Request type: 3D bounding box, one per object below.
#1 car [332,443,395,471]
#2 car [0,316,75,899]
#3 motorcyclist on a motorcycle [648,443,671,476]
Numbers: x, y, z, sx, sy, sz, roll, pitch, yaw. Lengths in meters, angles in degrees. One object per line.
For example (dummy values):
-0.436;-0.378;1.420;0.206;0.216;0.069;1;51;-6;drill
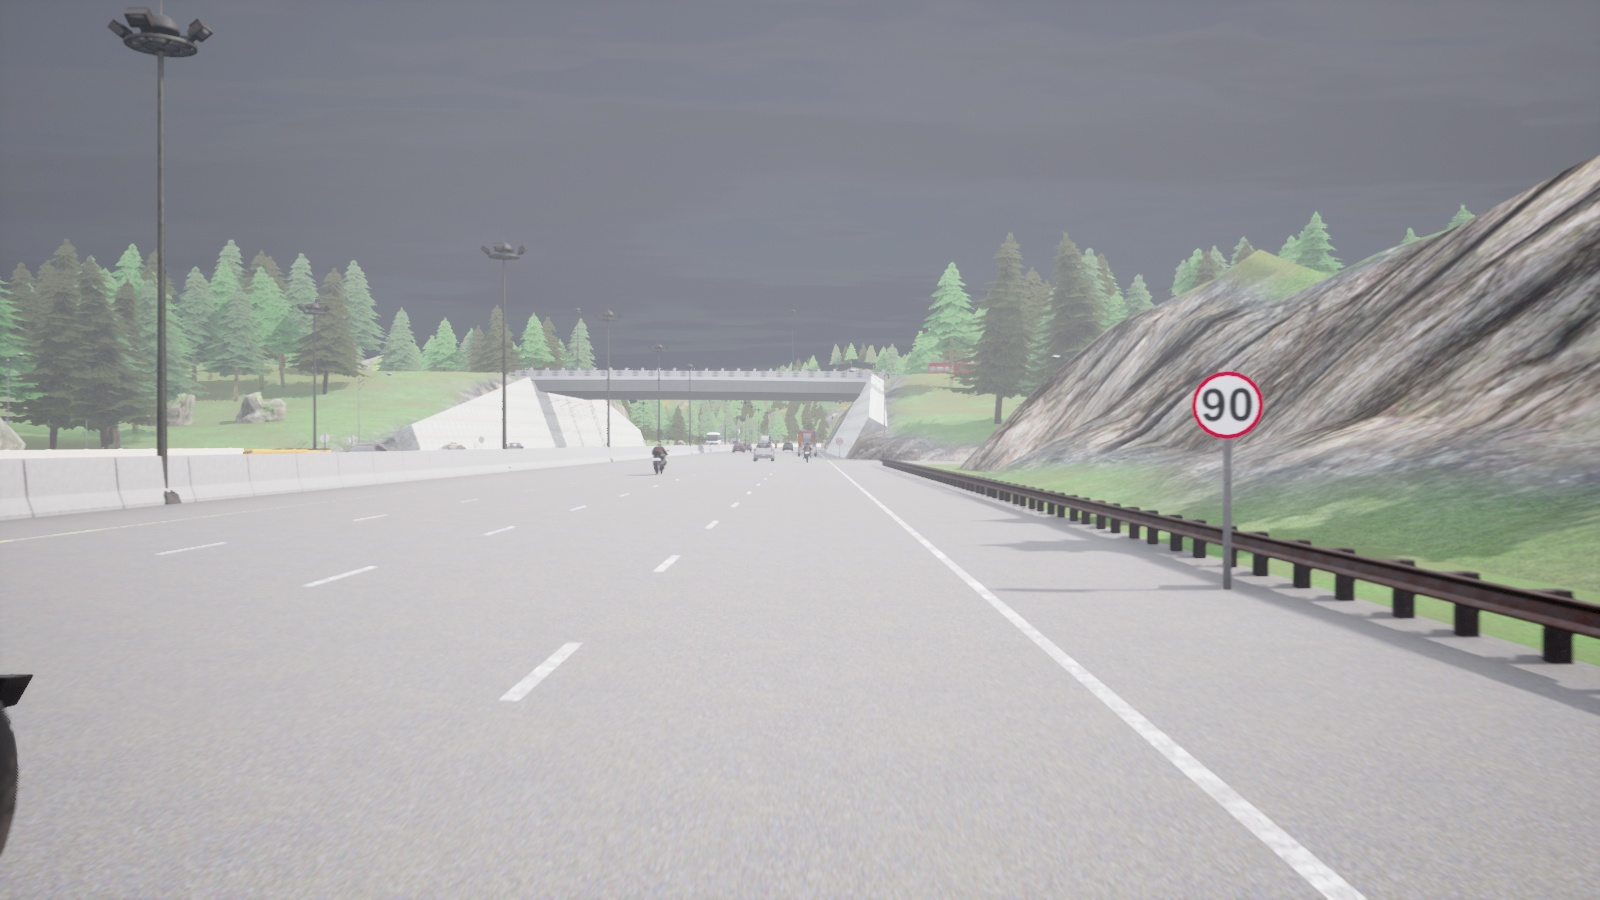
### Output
-24.090;0.361;69.485;1.812;1.442;4.674;0;0;0;car
-3.471;0.526;2.409;1.905;1.878;3.866;0;0;0;car
-6.646;0.440;59.548;0.866;1.530;2.191;0;0;0;motorcyclist on a motorcycle
